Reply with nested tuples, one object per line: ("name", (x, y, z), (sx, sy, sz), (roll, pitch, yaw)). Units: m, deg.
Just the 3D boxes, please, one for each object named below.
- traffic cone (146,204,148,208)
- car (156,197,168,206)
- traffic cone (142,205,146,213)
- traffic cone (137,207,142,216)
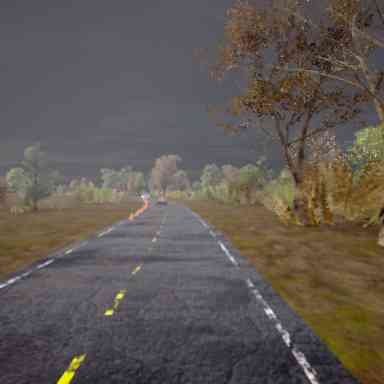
("traffic cone", (-6.149, 2.041, 42.723), (0.340, 0.580, 0.340), (0, 0, -5))
("car", (-5.136, 1.591, 56.928), (1.882, 1.535, 5.008), (0, 0, -7))
("traffic cone", (-5.730, 2.030, 37.768), (0.340, 0.580, 0.340), (0, 0, -5))
("traffic cone", (-5.362, 2.020, 32.808), (0.340, 0.580, 0.340), (0, 0, -4))
